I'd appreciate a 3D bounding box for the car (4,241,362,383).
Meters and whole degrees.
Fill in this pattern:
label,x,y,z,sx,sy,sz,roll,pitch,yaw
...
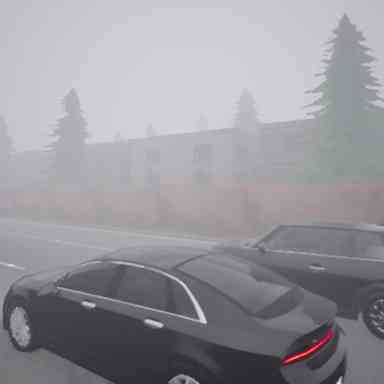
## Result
label,x,y,z,sx,sy,sz,roll,pitch,yaw
car,-0.635,1.482,4.447,4.892,1.490,1.837,1,0,36

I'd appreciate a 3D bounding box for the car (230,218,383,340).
label,x,y,z,sx,sy,sz,roll,pitch,yaw
car,2.223,1.337,6.705,4.553,1.767,2.097,1,0,36
